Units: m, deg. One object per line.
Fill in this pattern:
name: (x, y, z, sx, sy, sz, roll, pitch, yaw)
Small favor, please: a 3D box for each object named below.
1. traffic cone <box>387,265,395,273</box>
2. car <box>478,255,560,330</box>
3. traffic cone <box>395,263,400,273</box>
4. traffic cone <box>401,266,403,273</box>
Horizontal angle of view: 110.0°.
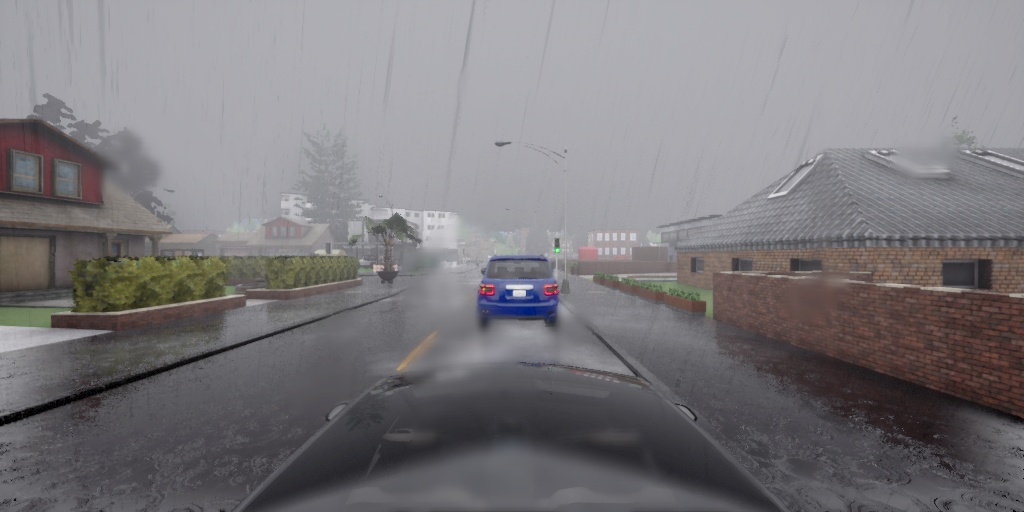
traffic cone: (-15.443, 1.578, 45.825, 0.344, 0.586, 0.344, 0, 0, 0)
car: (0.181, 0.977, 11.327, 2.150, 2.045, 5.566, 0, 0, 0)
traffic cone: (-15.078, 1.574, 46.393, 0.344, 0.586, 0.344, 0, 0, 0)
traffic cone: (-14.072, 1.599, 47.426, 0.344, 0.586, 0.344, 0, 0, 0)
